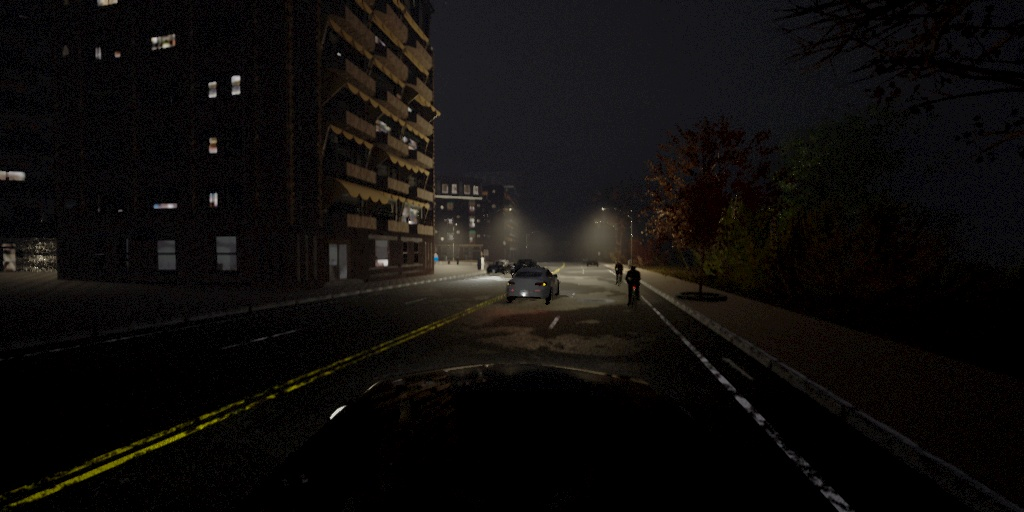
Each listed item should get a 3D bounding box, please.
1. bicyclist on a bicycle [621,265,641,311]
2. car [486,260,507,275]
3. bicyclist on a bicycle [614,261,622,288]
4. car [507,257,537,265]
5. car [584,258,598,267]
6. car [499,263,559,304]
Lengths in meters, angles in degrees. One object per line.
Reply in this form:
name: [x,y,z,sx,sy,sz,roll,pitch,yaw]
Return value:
bicyclist on a bicycle: [4.496,1.170,13.274,0.582,1.620,1.656,0,0,14]
car: [-1.220,1.152,36.444,2.128,1.511,4.902,0,0,12]
bicyclist on a bicycle: [6.602,1.145,22.114,0.582,1.620,1.656,0,0,13]
car: [1.257,1.020,32.528,2.097,1.767,4.553,0,0,12]
car: [13.639,1.051,61.054,1.882,1.535,5.008,0,0,10]
car: [1.021,1.237,16.126,1.812,1.442,4.674,0,0,14]
